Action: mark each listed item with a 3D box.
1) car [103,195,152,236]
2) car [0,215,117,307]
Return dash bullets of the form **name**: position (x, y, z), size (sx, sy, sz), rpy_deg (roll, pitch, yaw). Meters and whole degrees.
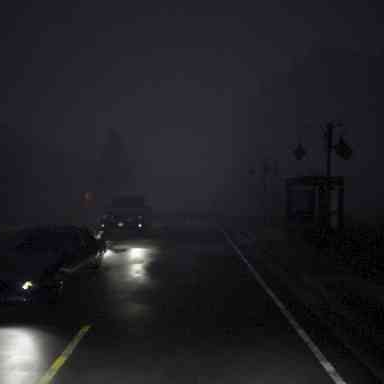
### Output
- **car**: position (-3.540, 1.224, 18.928), size (2.150, 2.045, 5.566), rpy_deg (0, 0, -2)
- **car**: position (-3.594, 1.549, 8.385), size (2.033, 1.411, 5.357), rpy_deg (0, 0, 0)
